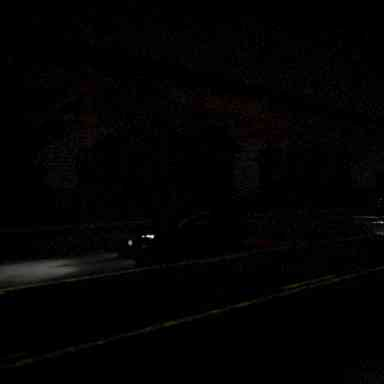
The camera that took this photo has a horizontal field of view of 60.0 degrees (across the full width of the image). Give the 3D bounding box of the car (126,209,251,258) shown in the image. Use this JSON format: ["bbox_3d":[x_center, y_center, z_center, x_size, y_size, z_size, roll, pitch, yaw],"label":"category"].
[{"bbox_3d":[-0.010,1.403,12.405,4.902,1.511,2.128,-1,0,-34],"label":"car"}]

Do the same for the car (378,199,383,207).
[{"bbox_3d":[17.957,0.727,28.648,4.553,1.767,2.097,-1,0,-34],"label":"car"}]
